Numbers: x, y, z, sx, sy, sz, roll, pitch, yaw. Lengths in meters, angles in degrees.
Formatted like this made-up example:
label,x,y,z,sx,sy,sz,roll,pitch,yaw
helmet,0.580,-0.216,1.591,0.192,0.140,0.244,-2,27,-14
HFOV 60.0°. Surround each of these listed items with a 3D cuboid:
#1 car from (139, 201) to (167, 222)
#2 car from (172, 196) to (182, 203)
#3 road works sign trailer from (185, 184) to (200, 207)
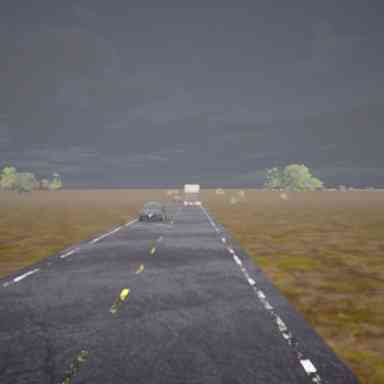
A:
label,x,y,z,sx,sy,sz,roll,pitch,yaw
car,-3.092,1.520,26.811,1.837,1.490,4.892,0,0,0
car,-2.987,1.503,68.914,1.882,1.535,5.008,0,0,0
road works sign trailer,0.009,0.497,52.719,2.380,3.560,2.880,0,0,0
